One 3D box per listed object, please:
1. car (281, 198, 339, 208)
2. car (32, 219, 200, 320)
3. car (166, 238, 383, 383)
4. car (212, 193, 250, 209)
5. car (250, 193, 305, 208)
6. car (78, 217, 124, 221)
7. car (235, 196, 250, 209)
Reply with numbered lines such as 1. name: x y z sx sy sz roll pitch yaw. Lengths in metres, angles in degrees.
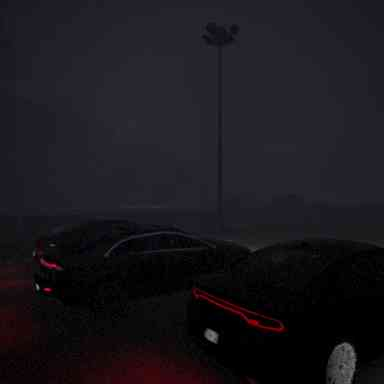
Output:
1. car: 11.134 1.512 30.271 5.357 1.411 2.033 0 0 -25
2. car: -0.759 1.477 7.310 4.902 1.511 2.128 0 0 -34
3. car: 2.281 1.472 5.135 5.008 1.535 1.882 0 0 -34
4. car: 5.105 1.163 38.999 5.566 2.045 2.150 0 0 -25
5. car: 8.959 1.180 33.089 5.566 2.045 2.150 0 0 -25
6. car: -2.424 1.504 10.405 4.674 1.442 1.812 0 0 -34
7. car: 7.847 1.497 36.451 5.357 1.411 2.033 0 0 -25
